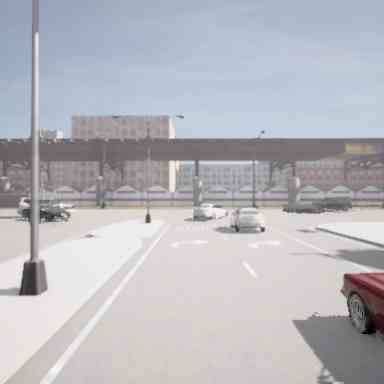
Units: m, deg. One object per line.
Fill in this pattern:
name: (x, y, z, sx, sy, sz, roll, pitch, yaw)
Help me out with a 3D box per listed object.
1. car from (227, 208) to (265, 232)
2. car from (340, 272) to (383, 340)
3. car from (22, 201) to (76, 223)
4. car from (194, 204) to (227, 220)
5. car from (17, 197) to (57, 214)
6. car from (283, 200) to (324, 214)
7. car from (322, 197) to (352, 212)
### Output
car: (3.604, 1.751, 21.879, 1.812, 1.442, 4.674, 0, -1, 1)
car: (3.601, 1.642, 3.898, 1.895, 1.301, 4.718, 0, -1, 0)
car: (-12.439, 1.805, 29.080, 4.892, 1.490, 1.837, 0, -5, 36)
car: (1.846, 1.851, 31.707, 1.812, 1.442, 4.674, -2, -1, 29)
car: (-14.920, 1.571, 34.116, 5.566, 2.045, 2.150, 0, -1, 0)
car: (13.208, 1.976, 40.184, 4.181, 1.385, 1.994, 0, 0, 4)
car: (18.830, 1.684, 45.173, 5.566, 2.045, 2.150, 0, -1, -7)
